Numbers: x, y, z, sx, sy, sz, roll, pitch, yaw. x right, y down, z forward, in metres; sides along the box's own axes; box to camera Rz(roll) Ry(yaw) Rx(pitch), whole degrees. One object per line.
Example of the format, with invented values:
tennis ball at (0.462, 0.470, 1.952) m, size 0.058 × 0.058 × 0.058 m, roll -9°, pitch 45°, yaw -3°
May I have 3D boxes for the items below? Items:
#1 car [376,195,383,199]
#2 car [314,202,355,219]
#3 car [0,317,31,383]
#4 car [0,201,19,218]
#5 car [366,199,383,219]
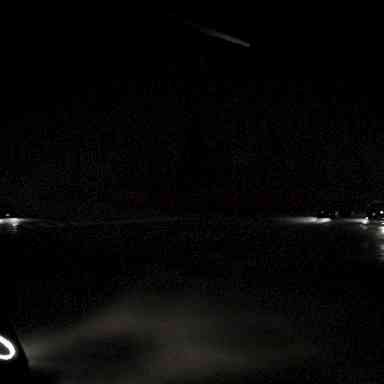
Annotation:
car at (21.524, 1.323, 36.512) m, size 5.566 × 2.045 × 2.150 m, roll 0°, pitch 0°, yaw -35°
car at (13.133, 1.638, 30.540) m, size 4.181 × 1.385 × 1.994 m, roll 0°, pitch 0°, yaw -35°
car at (-3.590, 1.346, 2.134) m, size 2.097 × 1.767 × 4.553 m, roll 0°, pitch 0°, yaw 44°
car at (-17.051, 1.556, 30.155) m, size 2.033 × 1.411 × 5.357 m, roll 0°, pitch 0°, yaw -36°
car at (17.104, 1.585, 29.067) m, size 4.892 × 1.490 × 1.837 m, roll 0°, pitch 0°, yaw -35°
